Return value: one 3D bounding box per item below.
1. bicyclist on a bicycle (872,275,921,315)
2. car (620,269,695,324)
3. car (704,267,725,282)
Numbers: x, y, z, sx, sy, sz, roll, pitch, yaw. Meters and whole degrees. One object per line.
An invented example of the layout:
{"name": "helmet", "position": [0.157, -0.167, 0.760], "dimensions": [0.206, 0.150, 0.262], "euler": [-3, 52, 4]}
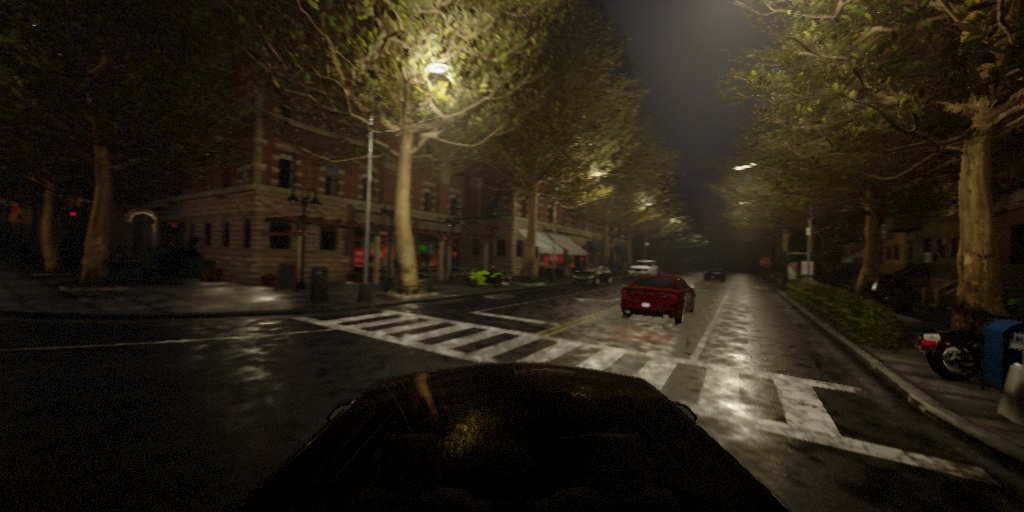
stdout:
{"name": "bicyclist on a bicycle", "position": [15.970, 1.614, 15.048], "dimensions": [1.656, 1.620, 0.582], "euler": [2, 0, 33]}
{"name": "car", "position": [5.519, 1.419, 13.250], "dimensions": [1.882, 1.535, 5.008], "euler": [2, 0, 33]}
{"name": "car", "position": [22.398, 2.024, 39.564], "dimensions": [2.128, 1.511, 4.902], "euler": [2, 0, 33]}
